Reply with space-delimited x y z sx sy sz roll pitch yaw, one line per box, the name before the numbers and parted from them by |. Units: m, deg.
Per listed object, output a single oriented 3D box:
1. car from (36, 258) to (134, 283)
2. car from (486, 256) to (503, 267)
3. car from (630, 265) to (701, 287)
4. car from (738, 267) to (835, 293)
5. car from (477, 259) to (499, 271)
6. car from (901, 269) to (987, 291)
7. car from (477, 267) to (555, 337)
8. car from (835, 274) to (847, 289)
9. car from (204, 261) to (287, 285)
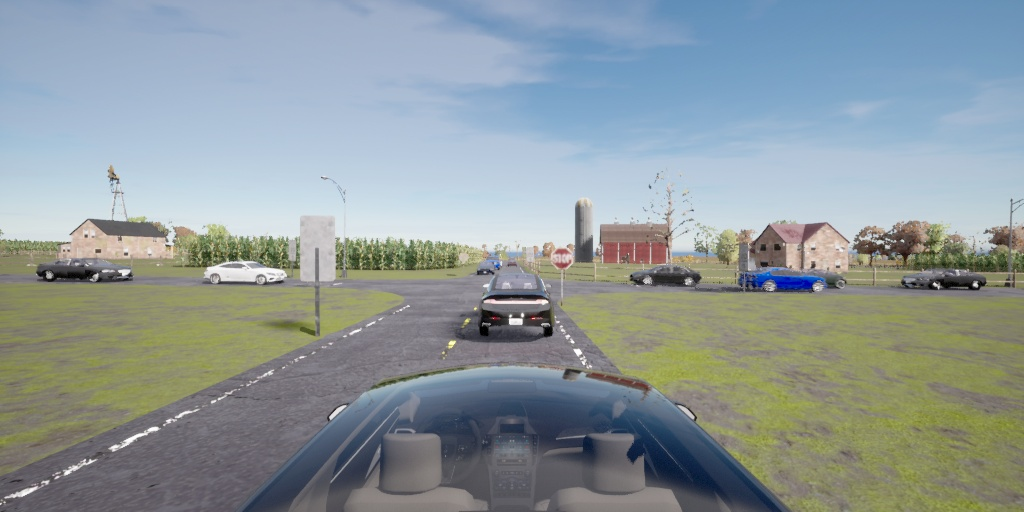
car | -27.378 0.880 23.097 4.902 1.511 2.128 1 1 0
car | -2.828 1.007 52.266 2.150 2.045 5.566 0 0 0
car | 11.196 1.423 26.318 4.892 1.490 1.837 1 1 3
car | 17.441 1.513 23.232 5.008 1.535 1.882 1 1 0
car | -2.818 1.316 39.631 2.033 1.411 5.357 0 0 -1
car | 31.479 1.686 26.237 4.902 1.511 2.128 1 1 0
car | 0.143 1.241 10.343 2.128 1.511 4.902 0 0 1
car | 21.776 1.628 26.211 4.181 1.385 1.994 1 1 0
car | -17.134 1.067 23.128 4.674 1.442 1.812 1 1 0
